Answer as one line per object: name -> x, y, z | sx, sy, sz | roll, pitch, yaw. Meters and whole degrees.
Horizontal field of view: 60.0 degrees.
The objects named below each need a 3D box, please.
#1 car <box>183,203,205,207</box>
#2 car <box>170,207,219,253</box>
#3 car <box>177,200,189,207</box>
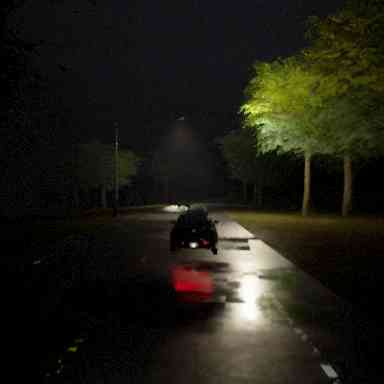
car -> 0.447, 1.873, 29.011 | 1.895, 1.301, 4.718 | 0, -1, 2
car -> 0.106, 1.642, 14.248 | 1.837, 1.490, 4.892 | 0, 0, 1
car -> -1.567, 2.097, 60.182 | 1.812, 1.442, 4.674 | 0, -1, 4
